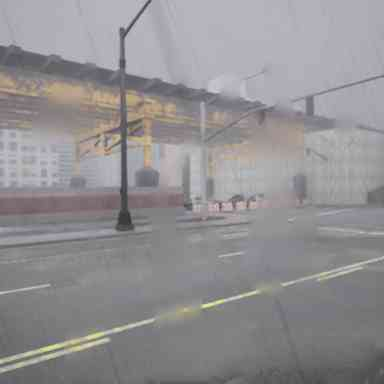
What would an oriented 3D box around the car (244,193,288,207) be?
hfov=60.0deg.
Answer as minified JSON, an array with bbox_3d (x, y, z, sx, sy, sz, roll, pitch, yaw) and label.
[{"bbox_3d":[9.189,0.955,41.706,4.974,1.542,2.038,-1,1,-7],"label":"car"}]

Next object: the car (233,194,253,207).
[{"bbox_3d":[5.278,1.039,37.947,2.038,1.542,4.974,-1,1,18],"label":"car"}]

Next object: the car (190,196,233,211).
[{"bbox_3d":[1.534,1.112,35.263,4.974,1.542,2.038,-1,1,8],"label":"car"}]

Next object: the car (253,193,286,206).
[{"bbox_3d":[9.135,0.798,41.698,4.536,1.218,1.853,-1,1,-7],"label":"car"}]

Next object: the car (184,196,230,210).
[{"bbox_3d":[1.480,0.955,35.269,4.536,1.218,1.853,-1,1,8],"label":"car"}]

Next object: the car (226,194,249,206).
[{"bbox_3d":[5.292,0.881,37.995,1.853,1.218,4.536,-1,1,18],"label":"car"}]
